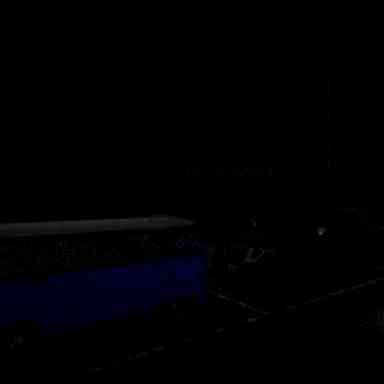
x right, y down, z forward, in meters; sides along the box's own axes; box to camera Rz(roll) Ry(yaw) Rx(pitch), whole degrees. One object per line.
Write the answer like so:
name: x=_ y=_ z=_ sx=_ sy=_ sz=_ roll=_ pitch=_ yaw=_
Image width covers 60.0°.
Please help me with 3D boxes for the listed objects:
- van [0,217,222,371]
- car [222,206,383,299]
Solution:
van: x=-1.642 y=1.340 z=5.375 sx=3.998 sy=1.788 sz=1.690 roll=0 pitch=-1 yaw=-35
car: x=2.910 y=1.312 z=8.613 sx=5.009 sy=1.841 sz=2.192 roll=0 pitch=-1 yaw=-35
